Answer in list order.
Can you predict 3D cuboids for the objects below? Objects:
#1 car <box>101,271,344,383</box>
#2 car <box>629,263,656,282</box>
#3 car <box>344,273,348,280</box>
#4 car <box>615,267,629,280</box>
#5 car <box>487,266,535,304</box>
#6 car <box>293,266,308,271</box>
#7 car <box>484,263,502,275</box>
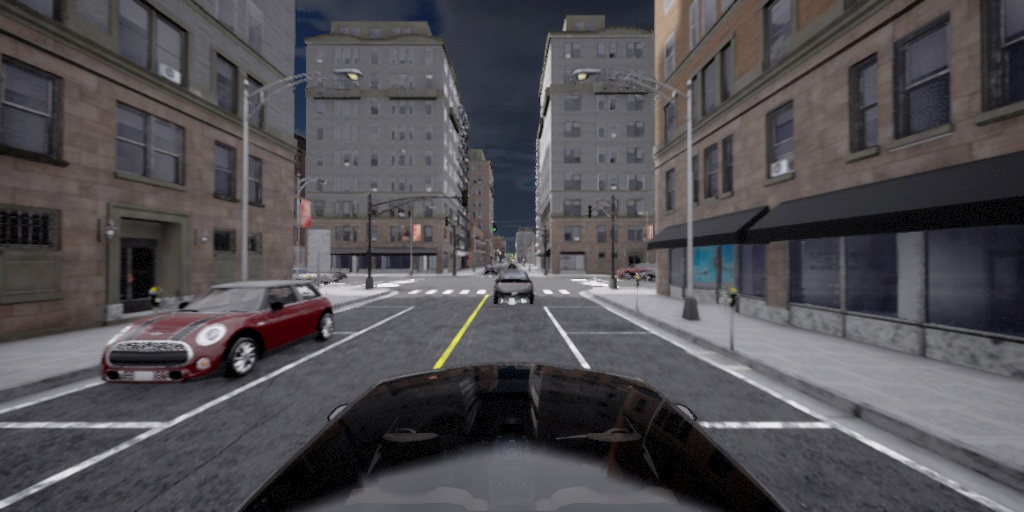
[{"bbox_3d":[-5.388,1.249,7.236,1.967,1.591,4.097,0,0,0],"label":"car"},{"bbox_3d":[14.210,1.652,34.268,4.902,1.511,2.128,0,-1,-2],"label":"car"},{"bbox_3d":[-17.010,1.565,30.654,5.357,1.411,2.033,0,-1,0],"label":"car"},{"bbox_3d":[13.106,1.541,37.509,4.553,1.767,2.097,0,-1,0],"label":"car"},{"bbox_3d":[0.026,1.416,17.590,2.128,1.511,4.902,0,-1,-2],"label":"car"},{"bbox_3d":[-16.144,1.589,27.403,4.718,1.301,1.895,0,-1,0],"label":"car"},{"bbox_3d":[-2.849,1.863,50.414,2.033,1.411,5.357,0,-1,1],"label":"car"}]
